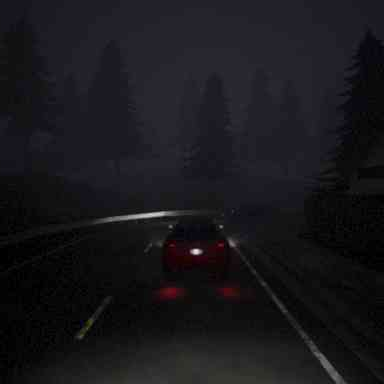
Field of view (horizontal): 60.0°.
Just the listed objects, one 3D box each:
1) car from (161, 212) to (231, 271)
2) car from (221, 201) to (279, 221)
[{"bbox_3d":[0.128,1.557,10.846,1.994,1.385,4.181,0,0,1],"label":"car"},{"bbox_3d":[4.601,1.461,26.353,4.902,1.511,2.128,0,0,-23],"label":"car"}]
